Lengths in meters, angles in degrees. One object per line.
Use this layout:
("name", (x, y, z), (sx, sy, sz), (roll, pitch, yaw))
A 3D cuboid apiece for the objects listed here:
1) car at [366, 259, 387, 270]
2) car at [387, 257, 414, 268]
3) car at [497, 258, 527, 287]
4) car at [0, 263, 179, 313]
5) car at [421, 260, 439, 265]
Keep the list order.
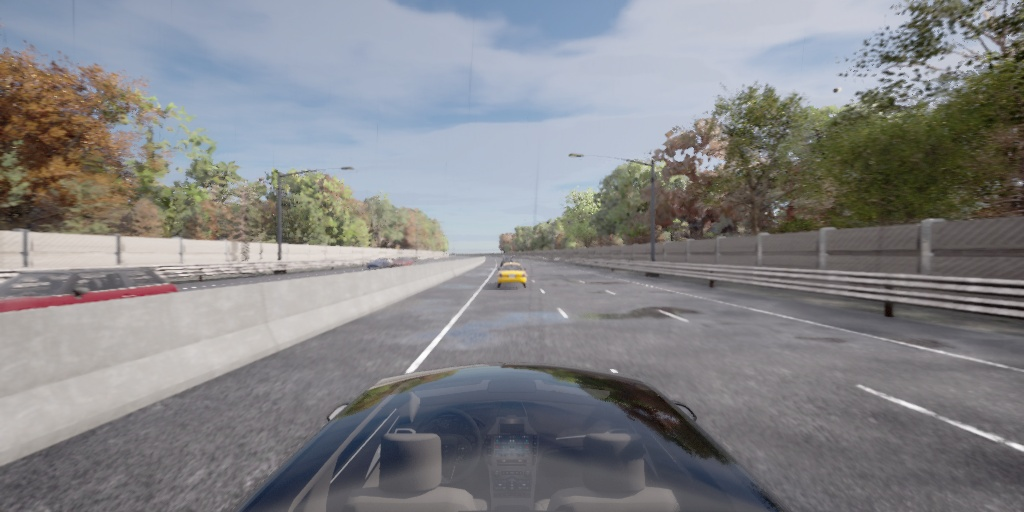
("car", (-18.139, 1.094, 49.116), (2.033, 1.411, 5.357), (0, 0, -1))
("car", (-14.624, 0.901, 48.012), (2.097, 1.767, 4.553), (0, 0, -1))
("car", (-0.020, 1.107, 23.336), (1.801, 1.575, 5.366), (0, 0, -1))
("car", (-10.606, 1.082, 8.452), (2.097, 1.767, 4.553), (0, 0, 0))
("car", (-11.152, 1.141, 49.339), (1.895, 1.301, 4.718), (0, 0, -1))
